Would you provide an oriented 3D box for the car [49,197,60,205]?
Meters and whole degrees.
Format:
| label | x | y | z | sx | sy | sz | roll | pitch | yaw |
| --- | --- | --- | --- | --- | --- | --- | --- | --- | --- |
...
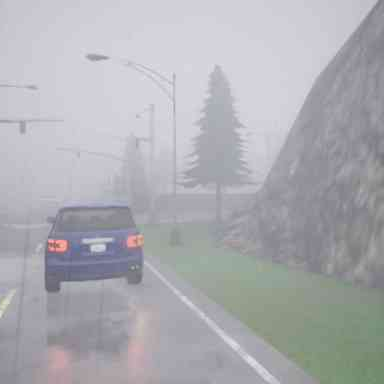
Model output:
| label | x | y | z | sx | sy | sz | roll | pitch | yaw |
| --- | --- | --- | --- | --- | --- | --- | --- | --- | --- |
| car | -26.784 | 1.773 | 64.974 | 1.812 | 1.442 | 4.674 | 0 | 0 | -20 |

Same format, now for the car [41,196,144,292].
| label | x | y | z | sx | sy | sz | roll | pitch | yaw |
| --- | --- | --- | --- | --- | --- | --- | --- | --- | --- |
| car | -2.819 | 1.253 | 9.367 | 2.150 | 2.045 | 5.566 | 0 | 0 | -19 |

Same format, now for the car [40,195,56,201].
| label | x | y | z | sx | sy | sz | roll | pitch | yaw |
| --- | --- | --- | --- | --- | --- | --- | --- | --- | --- |
| car | -21.572 | 1.427 | 50.410 | 2.150 | 2.045 | 5.566 | 0 | 0 | -20 |

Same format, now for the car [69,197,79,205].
| label | x | y | z | sx | sy | sz | roll | pitch | yaw |
| --- | --- | --- | --- | --- | --- | --- | --- | --- | --- |
| car | -22.724 | 1.759 | 64.050 | 1.812 | 1.442 | 4.674 | 0 | 0 | -20 |
